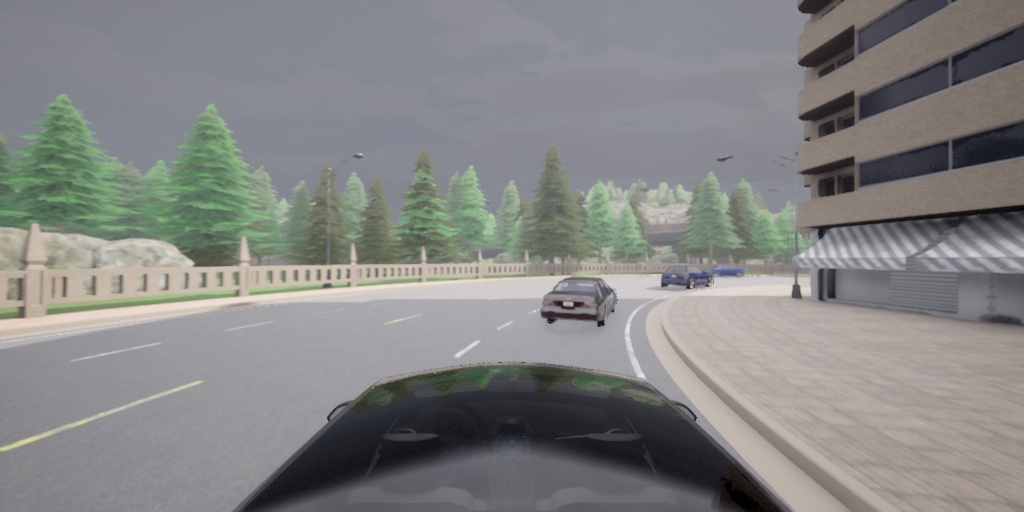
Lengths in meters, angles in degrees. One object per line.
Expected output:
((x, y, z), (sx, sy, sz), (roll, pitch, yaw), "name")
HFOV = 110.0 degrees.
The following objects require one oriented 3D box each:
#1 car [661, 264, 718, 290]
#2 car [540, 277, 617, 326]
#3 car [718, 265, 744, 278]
((12.841, 1.436, 26.201), (4.553, 1.767, 2.097), (1, -1, -40), "car")
((2.478, 1.420, 12.375), (2.033, 1.411, 5.357), (0, -1, 21), "car")
((25.350, 1.821, 43.224), (5.008, 1.535, 1.882), (1, -1, -10), "car")
